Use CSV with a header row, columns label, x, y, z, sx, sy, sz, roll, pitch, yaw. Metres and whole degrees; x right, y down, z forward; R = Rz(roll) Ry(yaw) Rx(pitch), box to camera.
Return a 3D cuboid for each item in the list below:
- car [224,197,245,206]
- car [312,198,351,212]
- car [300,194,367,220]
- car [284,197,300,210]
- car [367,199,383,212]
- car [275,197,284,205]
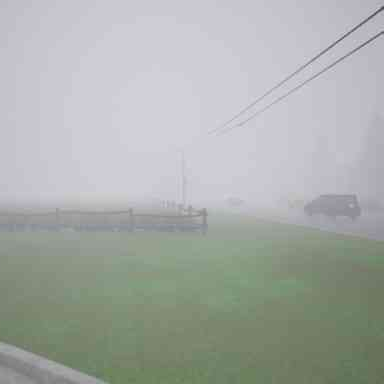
label,x,y,z,sx,sy,sz,roll,pitch,yaw
car,6.740,1.538,53.265,2.033,1.411,5.357,0,0,-12
car,16.628,1.474,39.965,1.882,1.535,5.008,0,0,-12
car,11.858,1.219,28.435,2.150,2.045,5.566,0,0,-12
car,13.207,1.473,39.225,1.882,1.535,5.008,0,0,-12
car,20.607,1.546,38.007,2.033,1.411,5.357,0,0,-12
car,16.313,1.555,58.830,1.994,1.385,4.181,0,0,-12
